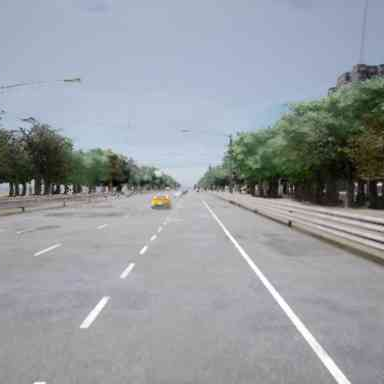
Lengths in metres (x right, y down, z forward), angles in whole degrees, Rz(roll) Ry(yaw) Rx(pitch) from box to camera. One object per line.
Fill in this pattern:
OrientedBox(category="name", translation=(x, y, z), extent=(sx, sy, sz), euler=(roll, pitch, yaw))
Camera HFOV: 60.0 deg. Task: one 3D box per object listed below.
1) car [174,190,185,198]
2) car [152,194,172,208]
OrientedBox(category="car", translation=(-3.218, 0.549, 77.489), extent=(1.812, 1.442, 4.674), euler=(0, 1, 0))
OrientedBox(category="car", translation=(-3.405, 0.996, 38.250), extent=(1.882, 1.535, 5.008), euler=(0, 1, 0))
